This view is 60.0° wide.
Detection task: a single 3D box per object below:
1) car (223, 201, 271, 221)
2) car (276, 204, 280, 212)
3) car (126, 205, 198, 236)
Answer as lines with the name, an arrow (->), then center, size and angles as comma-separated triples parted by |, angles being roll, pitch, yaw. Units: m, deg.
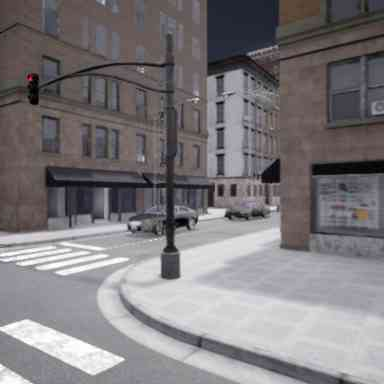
car -> 4.608, 1.465, 27.021 | 2.033, 1.411, 5.357 | 0, 0, 36
car -> 10.755, 1.410, 35.666 | 2.033, 1.411, 5.357 | 0, 0, 35
car -> -1.510, 1.465, 18.438 | 2.128, 1.511, 4.902 | 0, 0, 34
